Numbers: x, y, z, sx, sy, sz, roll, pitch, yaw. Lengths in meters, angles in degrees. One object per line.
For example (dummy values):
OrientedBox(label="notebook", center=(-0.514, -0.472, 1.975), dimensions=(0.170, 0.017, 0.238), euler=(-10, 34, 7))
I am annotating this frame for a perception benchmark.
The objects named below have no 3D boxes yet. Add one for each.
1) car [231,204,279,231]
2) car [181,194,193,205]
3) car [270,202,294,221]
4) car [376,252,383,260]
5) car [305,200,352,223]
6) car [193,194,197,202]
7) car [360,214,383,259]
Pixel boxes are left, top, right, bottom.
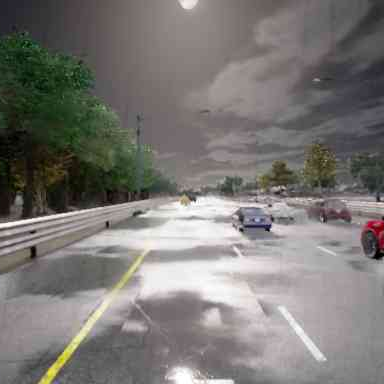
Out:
OrientedBox(label="car", center=(3.596, 1.600, 20.746), dimensions=(2.033, 1.411, 5.357), euler=(0, 0, 0))
OrientedBox(label="car", center=(-1.231, 1.685, 66.172), dimensions=(1.801, 1.575, 5.366), euler=(0, -1, 0))
OrientedBox(label="car", center=(7.095, 1.591, 27.622), dimensions=(1.812, 1.442, 4.674), euler=(0, 0, 0))
OrientedBox(label="car", center=(3.602, 1.554, 1.920), dimensions=(2.033, 1.411, 5.357), euler=(0, 0, 0))
OrientedBox(label="car", center=(10.595, 1.415, 26.180), dimensions=(2.097, 1.767, 4.553), euler=(0, 0, 0))
OrientedBox(label="car", center=(-0.007, 1.545, 84.706), dimensions=(2.150, 2.045, 5.566), euler=(0, -1, 0))
OrientedBox(label="car", center=(7.098, 1.251, 9.528), dimensions=(2.150, 2.045, 5.566), euler=(0, 0, 0))
